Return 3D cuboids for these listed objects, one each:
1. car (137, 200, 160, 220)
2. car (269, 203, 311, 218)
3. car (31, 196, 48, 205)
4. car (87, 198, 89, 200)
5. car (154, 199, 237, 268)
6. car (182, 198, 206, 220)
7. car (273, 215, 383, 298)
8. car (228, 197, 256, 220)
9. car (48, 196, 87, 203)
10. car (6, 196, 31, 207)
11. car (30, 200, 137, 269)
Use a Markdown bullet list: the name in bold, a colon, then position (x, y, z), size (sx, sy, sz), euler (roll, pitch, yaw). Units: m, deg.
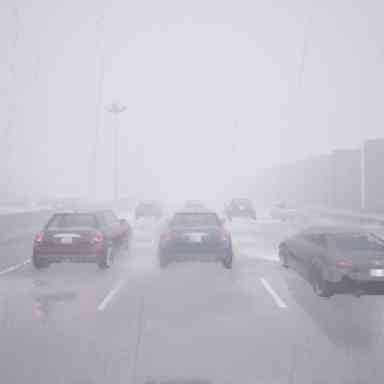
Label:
- **car**: position (-3.341, 1.373, 26.572), size (2.128, 1.511, 4.902), euler (0, 0, 0)
- **car**: position (7.160, 1.444, 24.873), size (1.895, 1.301, 4.718), euler (0, 0, 0)
- **car**: position (-21.369, 1.327, 49.253), size (1.882, 1.535, 5.008), euler (0, 0, -2)
- **car**: position (-18.241, 1.372, 54.654), size (1.994, 1.385, 4.181), euler (0, 0, -3)
- **car**: position (0.116, 1.295, 11.217), size (2.097, 1.767, 4.553), euler (0, 0, 0)
- **car**: position (0.155, 1.336, 28.129), size (1.882, 1.535, 5.008), euler (0, 0, 0)
- **car**: position (3.595, 1.506, 8.381), size (1.994, 1.385, 4.181), euler (0, 0, 0)
- **car**: position (3.655, 1.204, 26.288), size (2.097, 1.767, 4.553), euler (0, 0, 0)
- **car**: position (-14.161, 1.366, 38.041), size (2.128, 1.511, 4.902), euler (0, 0, -1)
- **car**: position (-24.774, 1.349, 47.799), size (1.882, 1.535, 5.008), euler (0, 0, -2)
- **car**: position (-3.384, 1.312, 11.169), size (2.097, 1.767, 4.553), euler (0, 0, 0)
